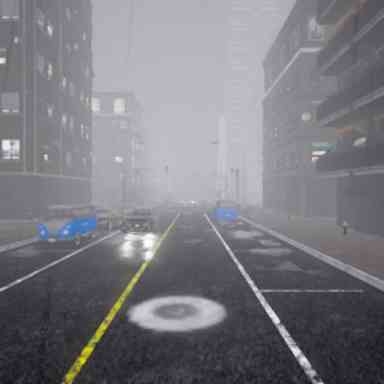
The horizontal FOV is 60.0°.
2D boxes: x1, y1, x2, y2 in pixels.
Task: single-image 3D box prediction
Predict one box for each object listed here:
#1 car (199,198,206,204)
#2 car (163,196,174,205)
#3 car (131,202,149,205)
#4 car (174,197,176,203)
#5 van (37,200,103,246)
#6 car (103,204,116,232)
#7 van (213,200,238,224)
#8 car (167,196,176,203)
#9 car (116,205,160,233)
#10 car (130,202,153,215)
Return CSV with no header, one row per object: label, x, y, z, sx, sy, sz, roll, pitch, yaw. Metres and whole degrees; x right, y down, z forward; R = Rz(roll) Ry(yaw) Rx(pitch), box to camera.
car,2.625,2.194,82.073,1.887,1.381,4.507,-1,0,0
car,-5.720,2.147,76.365,1.887,1.381,4.507,-1,0,0
car,-5.709,1.776,32.466,1.752,1.417,4.829,-1,0,0
car,-5.724,2.089,82.014,1.967,1.590,4.097,-1,0,0
van,-5.708,1.462,15.646,1.690,1.788,3.998,-1,0,0
car,-5.706,1.715,21.308,2.008,1.369,4.403,-1,0,0
van,2.669,1.549,26.940,1.690,1.788,3.998,-1,0,0
car,-5.728,2.058,93.313,2.192,1.841,5.009,-1,0,0
car,-3.103,1.724,20.775,1.994,1.385,4.181,0,0,0
car,-5.711,1.848,38.299,2.008,1.369,4.403,-1,0,0
